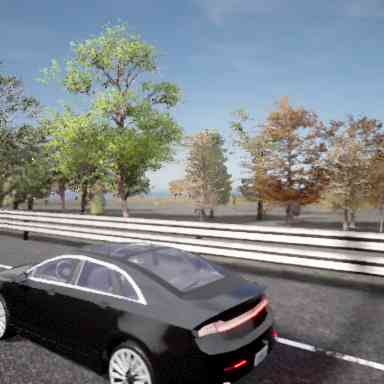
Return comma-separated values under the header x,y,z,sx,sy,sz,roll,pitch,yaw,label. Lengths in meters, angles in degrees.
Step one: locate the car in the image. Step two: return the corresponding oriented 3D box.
x,y,z,sx,sy,sz,roll,pitch,yaw,label
-1.242,1.506,4.921,4.902,1.511,2.128,0,0,36,car
